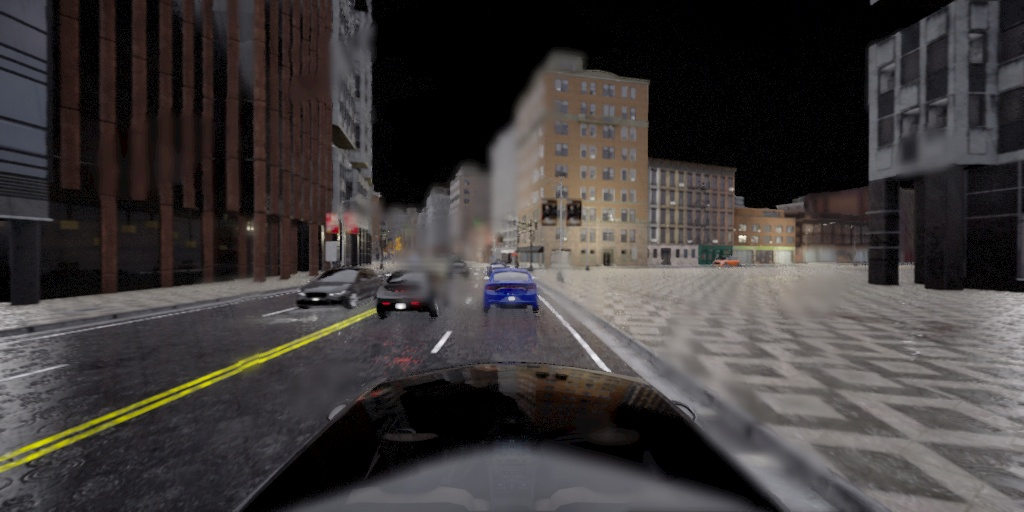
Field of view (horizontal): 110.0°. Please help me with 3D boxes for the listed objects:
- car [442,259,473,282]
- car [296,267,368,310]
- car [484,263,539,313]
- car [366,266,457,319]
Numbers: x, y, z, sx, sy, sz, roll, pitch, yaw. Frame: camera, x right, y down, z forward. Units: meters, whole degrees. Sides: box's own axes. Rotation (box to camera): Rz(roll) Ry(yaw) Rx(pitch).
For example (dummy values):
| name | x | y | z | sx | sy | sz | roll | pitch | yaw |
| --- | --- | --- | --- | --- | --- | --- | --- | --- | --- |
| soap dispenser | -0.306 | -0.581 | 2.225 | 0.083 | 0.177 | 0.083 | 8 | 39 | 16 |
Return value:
| name | x | y | z | sx | sy | sz | roll | pitch | yaw |
| --- | --- | --- | --- | --- | --- | --- | --- | --- | --- |
| car | -4.292 | 1.235 | 28.963 | 1.837 | 1.490 | 4.892 | 0 | 0 | -5 |
| car | -6.787 | 1.237 | 14.663 | 1.837 | 1.490 | 4.892 | 0 | 0 | -2 |
| car | -0.073 | 1.221 | 14.035 | 1.882 | 1.535 | 5.008 | 0 | 0 | -2 |
| car | -3.281 | 1.240 | 12.778 | 1.837 | 1.490 | 4.892 | 0 | -1 | -2 |
